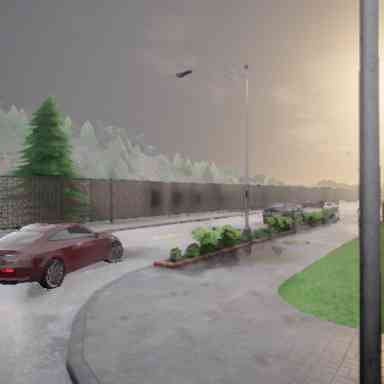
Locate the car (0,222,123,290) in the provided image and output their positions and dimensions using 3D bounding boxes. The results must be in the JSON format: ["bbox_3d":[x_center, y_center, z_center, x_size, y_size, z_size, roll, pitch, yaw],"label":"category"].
[{"bbox_3d":[-3.707,1.555,9.249,1.812,1.442,4.674,-1,0,16],"label":"car"}]

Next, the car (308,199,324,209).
[{"bbox_3d":[16.637,1.652,45.807,1.895,1.301,4.718,0,0,36],"label":"car"}]

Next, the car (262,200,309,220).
[{"bbox_3d":[6.877,1.539,24.868,1.837,1.490,4.892,0,0,36],"label":"car"}]

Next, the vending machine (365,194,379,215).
[{"bbox_3d":[18.109,1.218,33.401,1.100,2.100,0.880,0,0,35],"label":"vending machine"}]
